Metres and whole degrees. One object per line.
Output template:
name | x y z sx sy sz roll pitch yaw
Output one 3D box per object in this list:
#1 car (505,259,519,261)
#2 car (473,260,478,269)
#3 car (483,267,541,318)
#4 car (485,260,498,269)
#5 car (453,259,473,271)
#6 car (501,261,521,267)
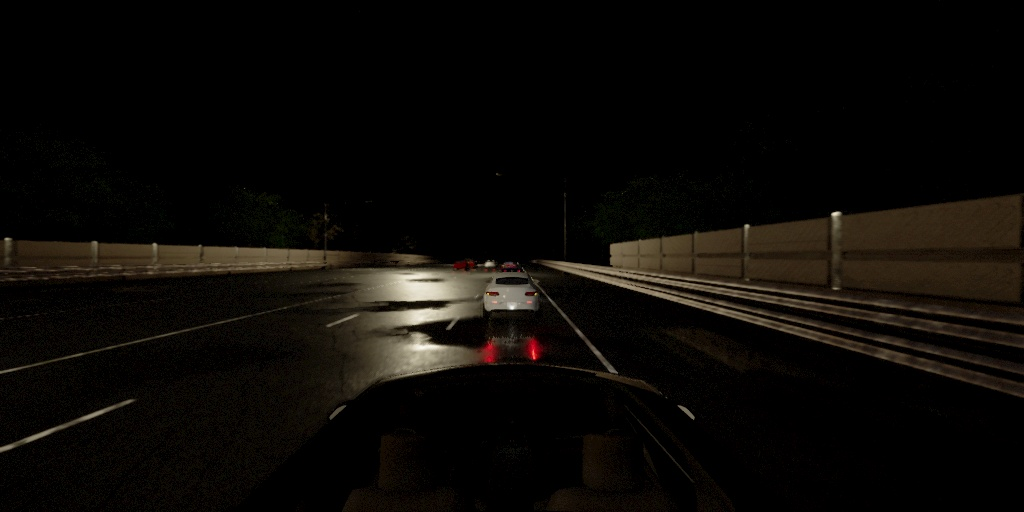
car | -0.170 1.353 46.026 1.994 1.385 4.181 0 0 9
car | -6.950 1.211 59.406 2.097 1.767 4.553 0 0 1
car | 0.002 1.278 12.913 1.812 1.442 4.674 0 0 0
car | -3.449 1.364 59.399 1.812 1.442 4.674 0 0 1
car | -6.991 1.307 50.285 1.882 1.535 5.008 0 0 0
car | 0.007 1.369 33.541 1.895 1.301 4.718 0 0 0
